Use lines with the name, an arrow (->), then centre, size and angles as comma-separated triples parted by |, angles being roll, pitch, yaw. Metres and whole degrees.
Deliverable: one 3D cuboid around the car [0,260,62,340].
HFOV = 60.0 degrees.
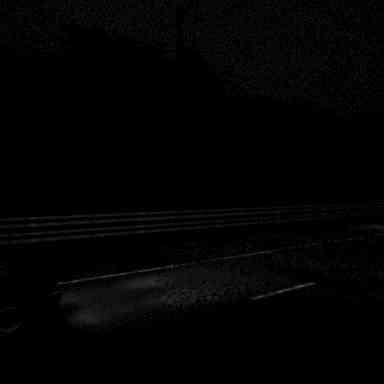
car -> -4.513, 1.583, 4.859 | 4.718, 1.301, 1.895 | 0, 0, -35
